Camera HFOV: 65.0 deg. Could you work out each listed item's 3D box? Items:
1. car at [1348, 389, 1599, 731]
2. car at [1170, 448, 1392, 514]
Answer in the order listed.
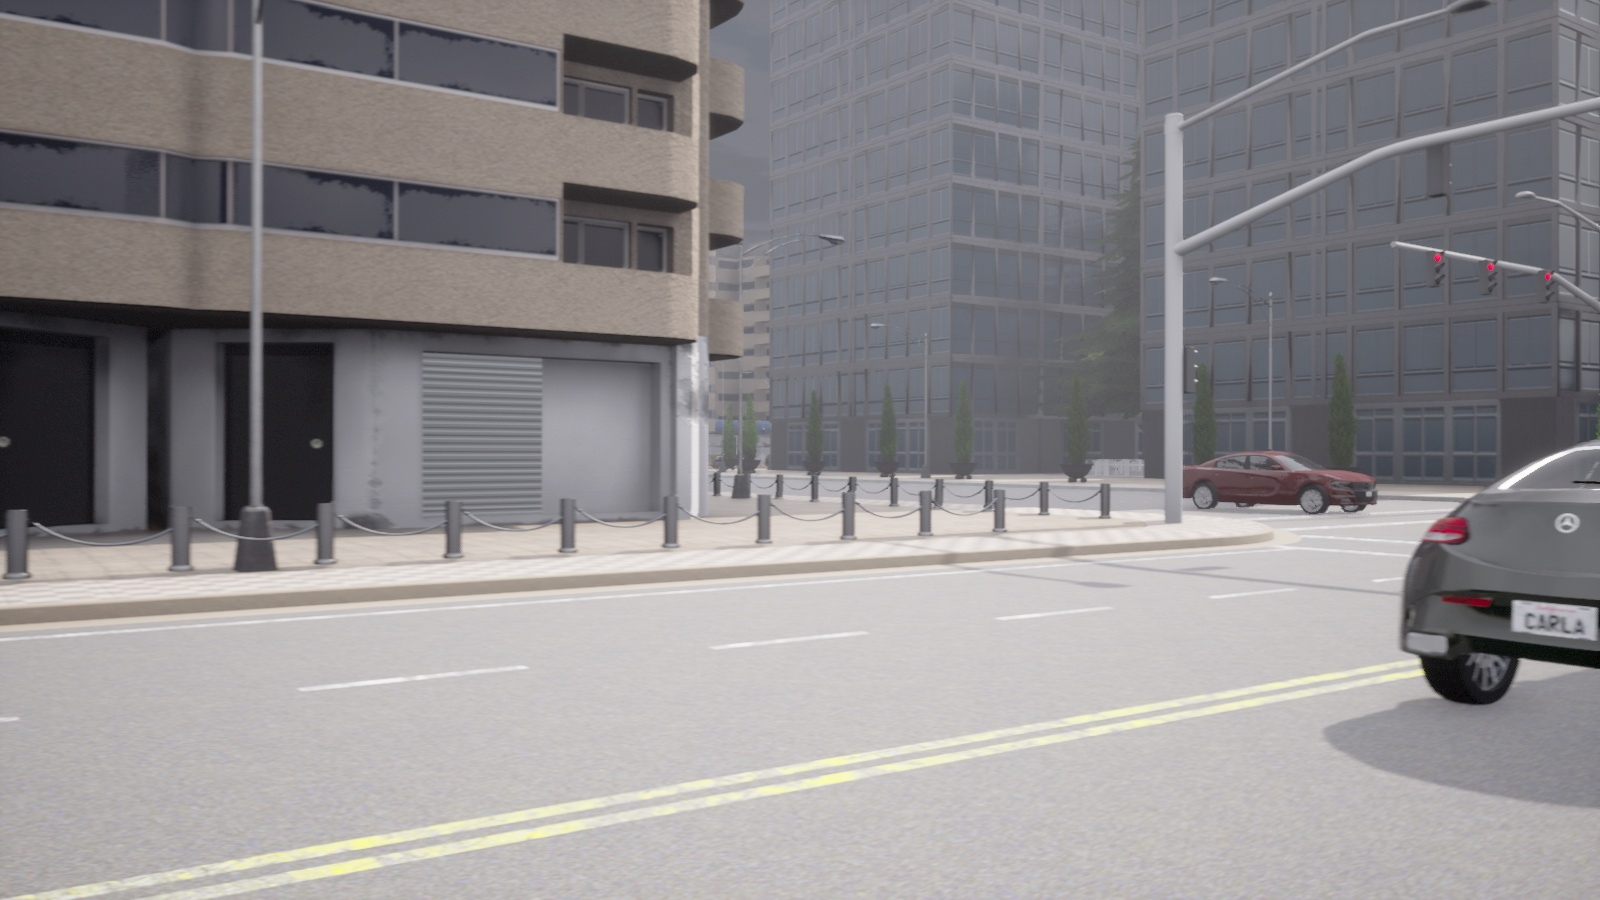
[{"bbox_3d":[5.794,0.530,7.692,5.027,1.651,2.152,0,0,-35],"label":"car"},{"bbox_3d":[11.964,0.719,31.596,1.882,1.535,5.008,0,0,-36],"label":"car"}]
